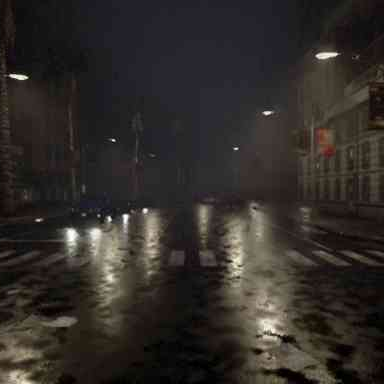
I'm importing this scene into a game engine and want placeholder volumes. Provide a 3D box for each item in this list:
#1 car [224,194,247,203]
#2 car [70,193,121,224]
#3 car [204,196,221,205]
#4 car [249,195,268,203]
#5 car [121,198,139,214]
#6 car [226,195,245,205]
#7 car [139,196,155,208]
[{"bbox_3d":[8.221,1.248,62.393,1.882,1.535,5.008,0,0,38],"label":"car"},{"bbox_3d":[-7.085,1.131,24.546,2.150,2.045,5.566,0,0,0],"label":"car"},{"bbox_3d":[3.274,1.329,53.401,1.812,1.442,4.674,0,0,22],"label":"car"},{"bbox_3d":[12.442,1.276,62.174,1.837,1.490,4.892,0,0,41],"label":"car"},{"bbox_3d":[-7.019,1.379,34.239,1.837,1.490,4.892,0,0,1],"label":"car"},{"bbox_3d":[7.076,1.295,53.379,2.128,1.511,4.902,0,0,25],"label":"car"},{"bbox_3d":[-6.363,1.314,44.682,1.882,1.535,5.008,0,0,7],"label":"car"}]
